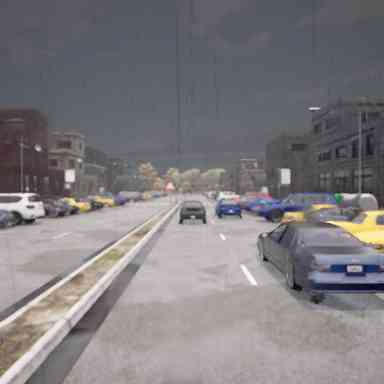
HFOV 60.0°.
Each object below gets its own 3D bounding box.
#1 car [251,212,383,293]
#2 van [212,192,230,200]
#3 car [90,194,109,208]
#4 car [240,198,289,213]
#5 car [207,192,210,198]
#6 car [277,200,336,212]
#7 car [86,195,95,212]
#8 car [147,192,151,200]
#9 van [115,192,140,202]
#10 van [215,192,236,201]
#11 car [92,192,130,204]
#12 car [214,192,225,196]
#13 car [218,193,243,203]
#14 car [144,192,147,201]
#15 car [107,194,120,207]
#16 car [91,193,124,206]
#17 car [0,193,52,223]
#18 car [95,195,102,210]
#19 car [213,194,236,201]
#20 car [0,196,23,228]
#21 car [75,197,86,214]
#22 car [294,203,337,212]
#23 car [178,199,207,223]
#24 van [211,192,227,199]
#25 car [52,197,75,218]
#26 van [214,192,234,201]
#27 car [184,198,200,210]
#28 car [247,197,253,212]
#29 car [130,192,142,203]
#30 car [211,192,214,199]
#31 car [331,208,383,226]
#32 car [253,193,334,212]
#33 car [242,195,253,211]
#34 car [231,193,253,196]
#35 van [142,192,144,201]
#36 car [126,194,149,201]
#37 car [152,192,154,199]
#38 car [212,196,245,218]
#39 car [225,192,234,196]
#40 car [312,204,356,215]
[{"bbox_3d":[3.092,1.497,8.841,2.033,1.411,5.357,0,0,0],"label":"car"},{"bbox_3d":[7.543,0.977,87.406,4.442,1.987,1.878,0,0,0],"label":"van"},{"bbox_3d":[-12.703,1.330,38.579,5.008,1.535,2.097,0,0,0],"label":"car"},{"bbox_3d":[7.567,1.394,35.008,4.674,1.452,2.002,0,0,0],"label":"car"},{"bbox_3d":[7.248,1.210,84.647,5.366,1.575,1.946,0,0,0],"label":"car"},{"bbox_3d":[7.800,1.385,18.467,5.366,1.575,1.946,0,0,0],"label":"car"},{"bbox_3d":[-12.889,1.340,33.146,5.366,1.575,1.946,0,0,0],"label":"car"},{"bbox_3d":[-12.576,1.217,74.830,5.366,1.575,1.946,0,0,0],"label":"car"},{"bbox_3d":[-12.862,1.024,66.490,4.442,1.987,1.878,0,0,0],"label":"van"},{"bbox_3d":[7.347,1.032,73.617,4.442,1.987,1.878,0,0,0],"label":"van"},{"bbox_3d":[-12.684,1.051,49.813,5.566,2.045,2.435,0,0,0],"label":"car"},{"bbox_3d":[7.522,1.050,62.585,5.566,2.045,2.435,0,0,0],"label":"car"},{"bbox_3d":[7.518,1.166,65.220,4.553,1.767,2.185,0,0,0],"label":"car"},{"bbox_3d":[-12.758,1.271,72.050,4.674,1.452,2.002,0,0,0],"label":"car"},{"bbox_3d":[-12.707,1.316,44.255,5.008,1.535,2.097,0,0,0],"label":"car"},{"bbox_3d":[-12.701,1.310,47.034,4.892,1.521,2.231,0,0,0],"label":"car"},{"bbox_3d":[-12.745,1.124,22.027,5.566,2.045,2.435,0,0,0],"label":"car"},{"bbox_3d":[-12.729,1.366,35.924,4.792,1.488,2.163,0,0,0],"label":"car"},{"bbox_3d":[7.462,1.246,76.376,5.008,1.535,2.097,0,0,0],"label":"car"},{"bbox_3d":[-12.752,1.261,19.215,4.553,1.767,2.185,0,0,0],"label":"car"},{"bbox_3d":[-12.678,1.379,30.366,4.792,1.488,2.163,0,0,0],"label":"car"},{"bbox_3d":[7.651,1.428,15.708,4.792,1.488,2.163,0,0,0],"label":"car"},{"bbox_3d":[0.058,1.397,24.462,1.837,1.490,4.892,0,1,0],"label":"car"},{"bbox_3d":[7.528,0.962,92.919,4.442,1.987,1.878,0,0,0],"label":"van"},{"bbox_3d":[-12.681,1.387,27.588,4.792,1.488,2.163,0,0,0],"label":"car"},{"bbox_3d":[7.566,1.009,79.133,4.442,1.987,1.878,0,0,0],"label":"van"},{"bbox_3d":[0.010,1.468,41.760,1.895,1.301,4.718,0,0,0],"label":"car"},{"bbox_3d":[7.587,1.401,29.493,4.674,1.452,2.002,0,0,0],"label":"car"},{"bbox_3d":[-12.733,1.261,63.711,4.892,1.521,2.231,0,0,0],"label":"car"},{"bbox_3d":[7.500,1.019,70.859,5.566,2.045,2.435,0,0,0],"label":"car"},{"bbox_3d":[7.447,1.420,10.189,5.366,1.575,1.946,0,0,0],"label":"car"},{"bbox_3d":[7.571,1.121,23.978,5.566,2.045,2.435,0,0,0],"label":"car"},{"bbox_3d":[7.571,1.357,32.250,5.008,1.535,2.097,0,0,0],"label":"car"},{"bbox_3d":[7.523,1.223,40.523,4.553,1.767,2.185,0,0,0],"label":"car"},{"bbox_3d":[-12.867,1.015,69.269,4.442,1.987,1.878,0,0,0],"label":"van"},{"bbox_3d":[-12.761,1.210,77.609,5.008,1.535,2.097,0,0,0],"label":"car"},{"bbox_3d":[-12.773,1.190,83.169,5.008,1.535,2.097,0,0,0],"label":"car"},{"bbox_3d":[3.047,1.360,28.616,1.882,1.535,5.008,0,0,0],"label":"car"},{"bbox_3d":[7.519,1.094,43.280,5.566,2.045,2.435,0,0,0],"label":"car"},{"bbox_3d":[7.815,1.407,12.952,5.366,1.575,1.946,0,0,0],"label":"car"}]
